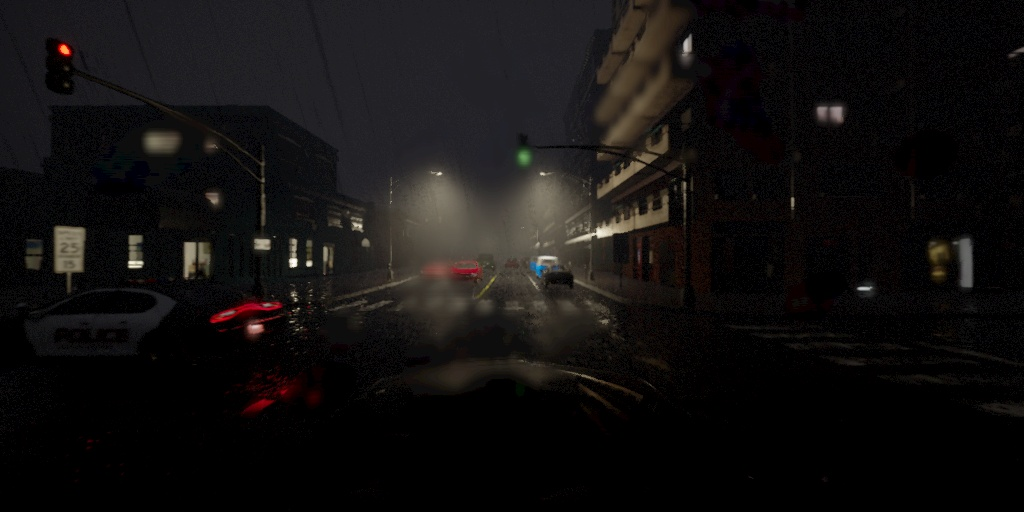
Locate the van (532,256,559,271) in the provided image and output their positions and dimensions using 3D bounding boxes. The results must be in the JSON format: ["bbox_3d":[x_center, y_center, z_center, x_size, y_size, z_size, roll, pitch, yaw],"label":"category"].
[{"bbox_3d":[2.695,0.940,27.657,1.690,1.789,3.998,0,0,0],"label":"van"}]

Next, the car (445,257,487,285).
[{"bbox_3d":[-3.089,1.092,25.055,1.882,1.535,5.008,0,1,0],"label":"car"}]

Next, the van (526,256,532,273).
[{"bbox_3d":[2.697,0.872,38.820,1.690,1.789,3.998,0,0,0],"label":"van"}]

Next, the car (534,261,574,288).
[{"bbox_3d":[2.695,1.183,22.078,2.007,1.370,4.403,0,0,0],"label":"car"}]

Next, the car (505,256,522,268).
[{"bbox_3d":[0.008,1.014,51.558,1.994,1.385,4.181,0,0,0],"label":"car"}]

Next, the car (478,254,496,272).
[{"bbox_3d":[-3.071,0.731,42.573,2.150,2.045,5.566,0,0,0],"label":"car"}]

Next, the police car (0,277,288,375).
[{"bbox_3d":[-7.278,1.237,6.872,4.974,1.542,2.038,0,0,1],"label":"police car"}]

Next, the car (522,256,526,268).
[{"bbox_3d":[2.699,0.986,50.150,1.751,1.417,4.829,0,0,0],"label":"car"}]

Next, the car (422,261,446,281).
[{"bbox_3d":[-5.686,1.181,27.623,1.802,1.307,4.207,0,0,0],"label":"car"}]
